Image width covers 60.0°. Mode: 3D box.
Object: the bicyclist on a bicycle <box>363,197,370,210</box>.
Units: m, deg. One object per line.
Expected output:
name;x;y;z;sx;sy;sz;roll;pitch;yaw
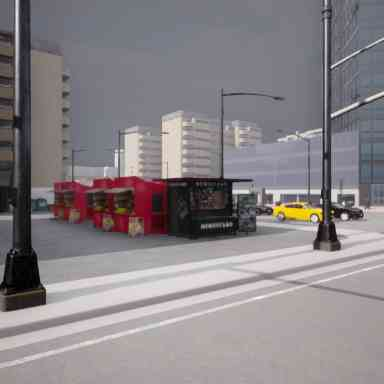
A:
bicyclist on a bicycle;22.309;1.466;42.475;1.656;1.620;0.582;0;0;-36

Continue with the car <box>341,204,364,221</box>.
car;12.052;1.587;28.553;1.882;1.535;5.008;0;-1;-36

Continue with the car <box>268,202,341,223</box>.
car;8.948;1.589;26.838;1.882;1.535;5.008;0;-1;-38

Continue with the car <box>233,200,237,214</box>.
car;3.127;1.455;34.907;2.150;2.045;5.566;0;-1;-36

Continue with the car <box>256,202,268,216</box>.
car;6.771;1.778;35.835;1.994;1.385;4.181;0;-1;-36
